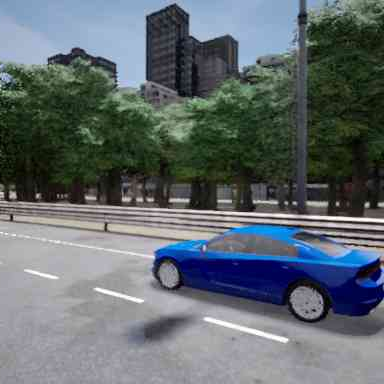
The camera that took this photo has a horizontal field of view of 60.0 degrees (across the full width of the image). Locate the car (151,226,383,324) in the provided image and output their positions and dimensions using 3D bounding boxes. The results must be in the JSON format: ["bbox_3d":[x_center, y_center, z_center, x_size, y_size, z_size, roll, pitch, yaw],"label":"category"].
[{"bbox_3d":[1.320,1.478,7.227,5.008,1.535,1.882,0,0,36],"label":"car"}]
